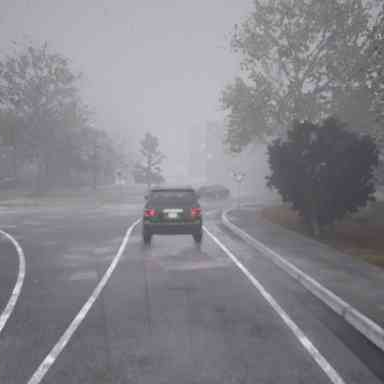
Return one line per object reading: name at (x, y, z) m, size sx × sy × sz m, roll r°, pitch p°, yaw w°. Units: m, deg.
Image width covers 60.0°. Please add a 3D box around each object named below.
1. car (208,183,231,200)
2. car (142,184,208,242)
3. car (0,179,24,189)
car at (2.271, -0.106, 33.410) m, size 1.837 × 1.490 × 4.892 m, roll 3°, pitch 4°, yaw 30°
car at (-0.796, 0.723, 13.714) m, size 2.150 × 2.045 × 5.566 m, roll 0°, pitch 3°, yaw -3°
car at (-30.347, -1.304, 54.728) m, size 1.837 × 1.490 × 4.892 m, roll 2°, pitch 3°, yaw 39°
